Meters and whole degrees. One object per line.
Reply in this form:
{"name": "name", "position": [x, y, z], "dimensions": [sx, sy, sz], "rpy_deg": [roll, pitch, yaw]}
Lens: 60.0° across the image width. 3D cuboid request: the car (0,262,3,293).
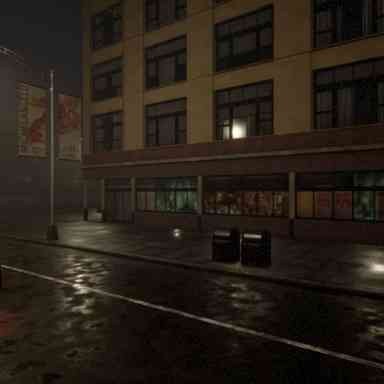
{"name": "car", "position": [-5.825, 1.564, 7.717], "dimensions": [1.994, 1.385, 4.181], "rpy_deg": [0, 0, -40]}
